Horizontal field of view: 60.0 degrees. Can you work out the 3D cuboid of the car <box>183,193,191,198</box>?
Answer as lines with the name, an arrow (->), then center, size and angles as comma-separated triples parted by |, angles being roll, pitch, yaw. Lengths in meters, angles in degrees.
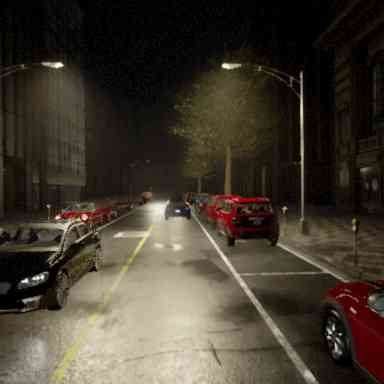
car -> -1.364, 0.962, 87.518 | 1.802, 1.307, 4.206 | -1, 0, -3

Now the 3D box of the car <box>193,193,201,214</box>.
car -> 1.397, 1.158, 31.191 | 1.967, 1.590, 4.097 | -1, 0, -3

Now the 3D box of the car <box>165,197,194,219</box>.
car -> -1.134, 1.350, 26.425 | 1.994, 1.385, 4.181 | -1, 1, -3

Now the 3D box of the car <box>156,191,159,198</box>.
car -> -9.330, 0.855, 75.841 | 2.192, 1.841, 5.009 | -1, 0, -3

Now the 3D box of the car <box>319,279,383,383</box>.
car -> 2.778, 1.379, 3.028 | 1.967, 1.590, 4.097 | -1, 1, -3

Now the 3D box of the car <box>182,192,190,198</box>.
car -> -1.642, 0.794, 93.151 | 1.967, 1.590, 4.097 | -1, 0, -3

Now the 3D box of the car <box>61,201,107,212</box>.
car -> -6.566, 1.345, 19.523 | 1.967, 1.590, 4.097 | -1, 0, -3

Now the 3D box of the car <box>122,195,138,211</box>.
car -> -7.393, 1.359, 36.420 | 1.802, 1.307, 4.206 | -1, 0, -3

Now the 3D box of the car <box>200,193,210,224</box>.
car -> 1.948, 1.118, 19.924 | 2.192, 1.841, 5.009 | -1, 0, -3

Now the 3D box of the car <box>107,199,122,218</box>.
car -> -6.841, 1.407, 25.155 | 1.887, 1.381, 4.507 | -1, 0, -3

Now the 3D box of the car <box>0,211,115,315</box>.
car -> -3.415, 1.459, 7.736 | 2.128, 1.511, 4.902 | -1, 1, -3

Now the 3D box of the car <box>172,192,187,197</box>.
car -> -2.137, 1.112, 46.916 | 1.882, 1.535, 5.008 | -1, 0, -3

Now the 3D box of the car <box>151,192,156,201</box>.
car -> -8.778, 0.917, 64.577 | 2.192, 1.841, 5.009 | -1, 0, -3

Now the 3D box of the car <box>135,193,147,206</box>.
car -> -7.938, 1.223, 47.513 | 1.752, 1.417, 4.829 | -1, 0, -3

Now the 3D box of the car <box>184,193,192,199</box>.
car -> -1.097, 0.933, 82.056 | 1.752, 1.417, 4.829 | -1, 0, -3

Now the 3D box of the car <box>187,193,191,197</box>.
car -> 0.569, 1.177, 48.090 | 1.802, 1.307, 4.206 | -1, 0, -3

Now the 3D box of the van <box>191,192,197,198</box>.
van -> 1.120, 1.016, 36.823 | 1.690, 1.788, 3.998 | -1, 0, -3

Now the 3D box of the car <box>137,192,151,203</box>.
car -> -8.226, 0.979, 53.313 | 2.192, 1.841, 5.009 | -1, 0, -3

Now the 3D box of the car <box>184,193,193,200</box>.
car -> -0.811, 1.004, 76.252 | 1.947, 1.339, 4.313 | -1, 0, -3

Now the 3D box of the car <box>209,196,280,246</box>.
car -> 2.224, 1.161, 14.292 | 2.192, 1.841, 5.009 | -1, 0, -3
